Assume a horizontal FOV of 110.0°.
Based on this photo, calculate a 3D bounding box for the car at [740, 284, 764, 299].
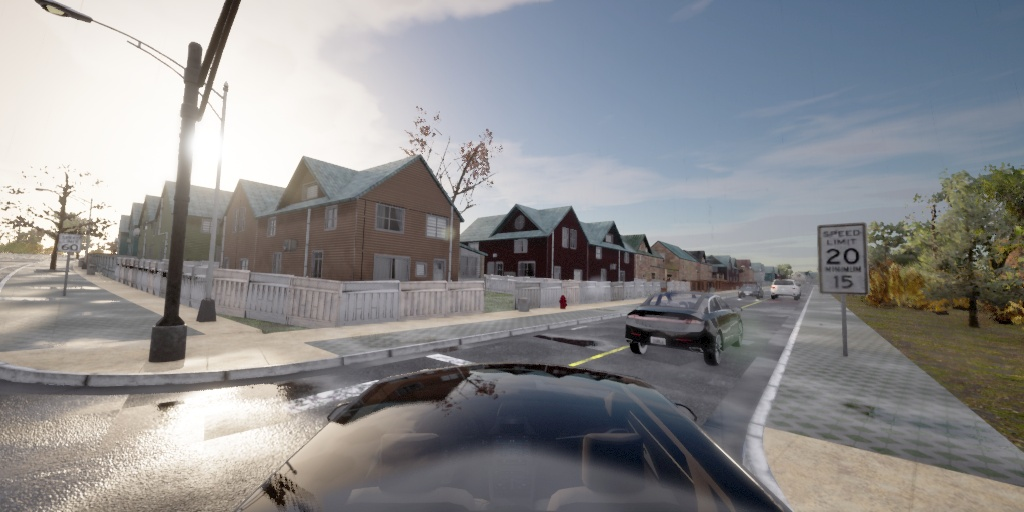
[{"bbox_3d":[25.182,3.703,37.766,2.128,1.511,4.902,-2,-4,40],"label":"car"}]

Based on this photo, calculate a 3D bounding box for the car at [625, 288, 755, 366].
[{"bbox_3d":[4.554,1.656,9.179,2.128,1.511,4.902,-2,-4,40],"label":"car"}]

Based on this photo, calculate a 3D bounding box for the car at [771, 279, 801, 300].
[{"bbox_3d":[28.329,3.454,37.112,2.150,2.045,5.566,-2,-4,41],"label":"car"}]
